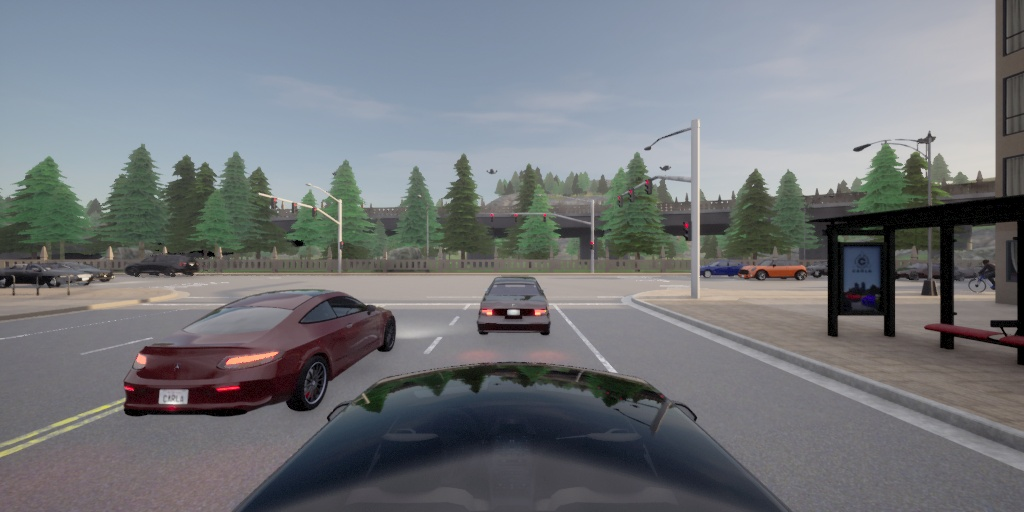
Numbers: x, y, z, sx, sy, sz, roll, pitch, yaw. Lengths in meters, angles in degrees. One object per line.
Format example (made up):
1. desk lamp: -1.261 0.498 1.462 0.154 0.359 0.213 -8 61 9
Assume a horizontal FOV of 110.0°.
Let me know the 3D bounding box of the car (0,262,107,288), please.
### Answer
1. car: -29.177 1.185 22.392 4.902 1.511 2.128 0 0 -2

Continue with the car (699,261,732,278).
1. car: 18.905 1.171 32.527 5.008 1.535 1.882 0 0 1

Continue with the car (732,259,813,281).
1. car: 20.951 1.046 28.973 4.553 1.767 2.097 0 0 2

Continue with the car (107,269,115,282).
1. car: -31.827 1.199 25.946 4.892 1.490 1.837 0 0 1

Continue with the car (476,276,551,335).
1. car: 0.087 1.297 10.464 2.033 1.411 5.357 0 0 1

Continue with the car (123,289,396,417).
1. car: -3.447 1.276 5.969 1.812 1.442 4.674 0 0 0

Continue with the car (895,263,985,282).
1. car: 32.814 1.241 28.307 5.357 1.411 2.033 0 0 8

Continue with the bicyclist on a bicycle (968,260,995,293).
1. bicyclist on a bicycle: 22.755 0.995 17.060 0.582 1.620 1.656 0 0 1

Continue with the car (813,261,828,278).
1. car: 28.286 1.185 32.146 4.902 1.511 2.128 0 0 4

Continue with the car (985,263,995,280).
1. car: 40.302 1.258 29.742 4.181 1.385 1.994 0 0 21

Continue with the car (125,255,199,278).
1. car: -32.281 0.915 33.184 5.566 2.045 2.150 0 0 1
